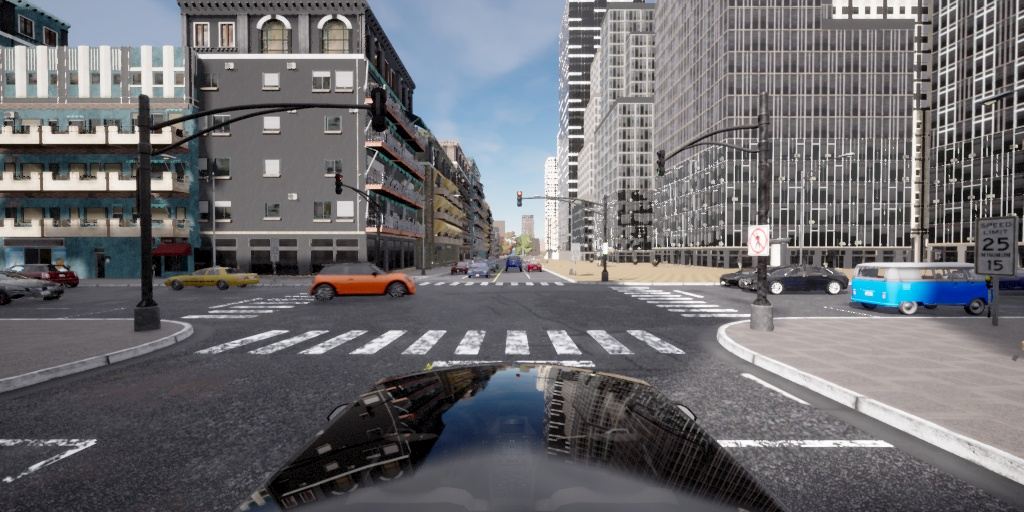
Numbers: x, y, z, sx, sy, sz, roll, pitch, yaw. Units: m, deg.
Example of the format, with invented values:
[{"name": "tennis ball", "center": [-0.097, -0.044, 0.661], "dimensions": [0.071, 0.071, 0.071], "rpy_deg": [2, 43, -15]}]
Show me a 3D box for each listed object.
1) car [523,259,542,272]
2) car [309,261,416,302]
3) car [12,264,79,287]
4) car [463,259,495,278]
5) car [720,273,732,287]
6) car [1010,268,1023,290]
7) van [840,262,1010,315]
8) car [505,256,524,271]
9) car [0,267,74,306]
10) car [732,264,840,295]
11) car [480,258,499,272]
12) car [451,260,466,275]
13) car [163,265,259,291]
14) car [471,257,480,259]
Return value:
[{"name": "car", "center": [2.777, 1.290, 45.085], "dimensions": [1.888, 1.381, 4.507], "rpy_deg": [0, 0, 0]}, {"name": "car", "center": [-6.951, 1.112, 17.042], "dimensions": [4.553, 1.767, 2.097], "rpy_deg": [0, 1, -18]}, {"name": "car", "center": [-28.726, 1.190, 21.366], "dimensions": [4.097, 1.591, 1.967], "rpy_deg": [0, 0, 0]}, {"name": "car", "center": [-3.011, 1.293, 33.951], "dimensions": [2.033, 1.411, 5.357], "rpy_deg": [0, 0, 0]}, {"name": "car", "center": [14.730, 1.216, 21.315], "dimensions": [4.313, 1.339, 1.948], "rpy_deg": [0, 0, 0]}, {"name": "car", "center": [24.711, 1.196, 18.700], "dimensions": [4.674, 1.442, 1.812], "rpy_deg": [0, 1, 0]}, {"name": "van", "center": [14.720, 1.117, 12.935], "dimensions": [3.998, 1.789, 1.690], "rpy_deg": [0, 0, 0]}, {"name": "car", "center": [0.229, 0.967, 48.436], "dimensions": [2.150, 2.045, 5.566], "rpy_deg": [0, 0, 0]}, {"name": "car", "center": [-22.564, 1.347, 15.556], "dimensions": [4.674, 1.442, 1.812], "rpy_deg": [0, 1, 0]}, {"name": "car", "center": [14.639, 1.194, 18.713], "dimensions": [4.892, 1.490, 1.837], "rpy_deg": [0, 1, 0]}, {"name": "car", "center": [-2.980, 1.309, 43.985], "dimensions": [1.994, 1.385, 4.181], "rpy_deg": [0, 0, 0]}, {"name": "car", "center": [-5.586, 1.290, 39.402], "dimensions": [1.888, 1.381, 4.507], "rpy_deg": [0, 0, 0]}, {"name": "car", "center": [-17.829, 1.247, 21.353], "dimensions": [4.829, 1.417, 1.751], "rpy_deg": [0, 0, 0]}, {"name": "car", "center": [-5.571, 1.185, 45.051], "dimensions": [1.967, 1.591, 4.097], "rpy_deg": [0, 0, 0]}]
